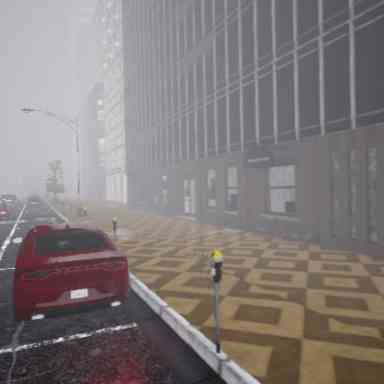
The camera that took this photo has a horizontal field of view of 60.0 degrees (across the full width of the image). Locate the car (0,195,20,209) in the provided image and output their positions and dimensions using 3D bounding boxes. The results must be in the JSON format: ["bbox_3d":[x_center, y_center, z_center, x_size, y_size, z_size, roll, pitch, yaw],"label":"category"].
[{"bbox_3d":[-21.795,1.108,39.692,2.097,1.767,4.553,-2,1,-26],"label":"car"}]

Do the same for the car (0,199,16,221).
[{"bbox_3d":[-14.471,1.468,24.665,1.895,1.301,4.718,-2,1,-26],"label":"car"}]

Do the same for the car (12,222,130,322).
[{"bbox_3d":[-2.811,1.401,7.356,1.882,1.535,5.008,-2,1,-26],"label":"car"}]

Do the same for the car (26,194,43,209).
[{"bbox_3d":[-18.597,1.263,39.266,1.947,1.339,4.313,-1,1,-26],"label":"car"}]

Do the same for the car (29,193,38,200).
[{"bbox_3d":[-35.892,0.936,75.347,1.752,1.417,4.829,-1,1,-26],"label":"car"}]

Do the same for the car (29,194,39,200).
[{"bbox_3d":[-33.357,1.035,70.062,1.802,1.307,4.206,-1,1,-26],"label":"car"}]
